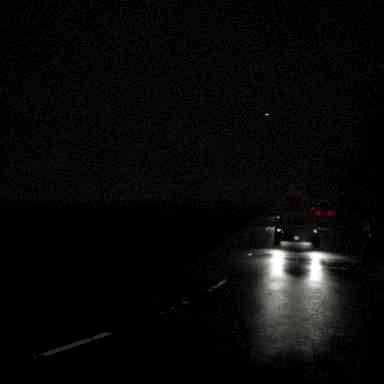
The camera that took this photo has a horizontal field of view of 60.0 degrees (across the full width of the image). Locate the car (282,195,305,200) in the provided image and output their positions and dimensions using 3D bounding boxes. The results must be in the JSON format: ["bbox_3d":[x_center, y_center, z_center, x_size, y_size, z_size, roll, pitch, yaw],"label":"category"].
[{"bbox_3d":[10.856,1.332,35.525,2.150,2.045,5.566,0,0,17],"label":"car"}]

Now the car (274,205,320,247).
[{"bbox_3d":[4.876,1.581,15.596,1.812,1.442,4.674,0,0,17],"label":"car"}]

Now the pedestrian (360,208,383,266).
[{"bbox_3d":[5.480,1.342,10.149,0.375,1.860,0.375,-2,1,17],"label":"pedestrian"}]

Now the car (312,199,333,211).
[{"bbox_3d":[17.137,1.659,43.660,1.812,1.442,4.674,0,0,17],"label":"car"}]

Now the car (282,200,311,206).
[{"bbox_3d":[7.769,1.595,25.260,1.837,1.490,4.892,0,0,17],"label":"car"}]
